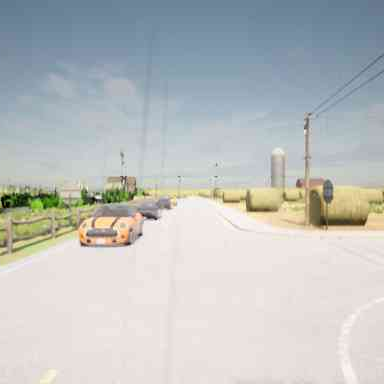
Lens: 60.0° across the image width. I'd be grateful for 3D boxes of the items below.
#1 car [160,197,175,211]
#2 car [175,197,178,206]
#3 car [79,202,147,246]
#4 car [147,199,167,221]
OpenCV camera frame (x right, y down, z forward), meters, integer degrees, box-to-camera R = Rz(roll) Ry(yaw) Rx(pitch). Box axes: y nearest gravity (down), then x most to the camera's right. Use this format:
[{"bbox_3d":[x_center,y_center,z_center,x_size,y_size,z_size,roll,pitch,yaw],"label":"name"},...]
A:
[{"bbox_3d":[-3.516,1.529,42.098,1.837,1.490,4.892,0,-1,0],"label":"car"},{"bbox_3d":[-3.447,1.507,55.658,1.882,1.535,5.008,0,0,1],"label":"car"},{"bbox_3d":[-3.571,1.362,15.356,2.097,1.767,4.553,0,0,0],"label":"car"},{"bbox_3d":[-3.549,1.562,27.579,2.033,1.411,5.357,0,0,0],"label":"car"}]
